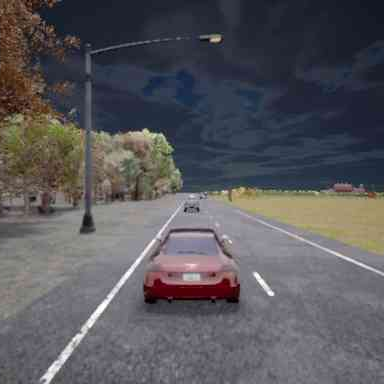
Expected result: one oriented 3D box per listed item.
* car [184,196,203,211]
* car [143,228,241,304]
[{"bbox_3d":[-0.017,1.548,40.027,2.033,1.411,5.357,0,0,0],"label":"car"},{"bbox_3d":[-0.006,1.568,8.237,1.994,1.385,4.181,0,0,0],"label":"car"}]
